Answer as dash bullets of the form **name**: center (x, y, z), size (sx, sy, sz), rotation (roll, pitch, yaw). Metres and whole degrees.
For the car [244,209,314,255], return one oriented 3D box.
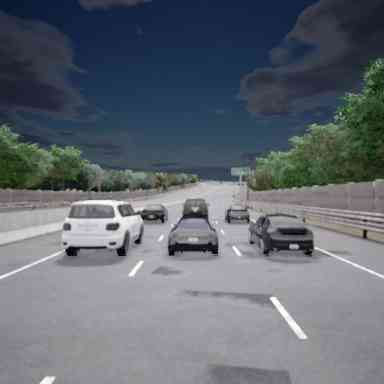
- **car**: center (3.574, 1.660, 13.949), size (1.837, 1.490, 4.892), rotation (0, 0, 1)

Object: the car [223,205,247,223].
- **car**: center (3.833, 1.846, 28.790), size (2.128, 1.511, 4.902), rotation (0, -1, 2)

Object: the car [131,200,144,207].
- **car**: center (-11.830, 2.518, 72.807), size (1.994, 1.385, 4.181), rotation (0, -1, 3)

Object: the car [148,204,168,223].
- **car**: center (-3.160, 1.832, 29.117), size (1.882, 1.535, 5.008), rotation (0, -1, 2)

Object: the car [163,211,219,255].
- **car**: center (0.073, 1.715, 13.993), size (1.994, 1.385, 4.181), rotation (0, -1, 1)

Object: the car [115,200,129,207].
- **car**: center (-15.323, 2.489, 73.039), size (1.812, 1.442, 4.674), rotation (0, -1, 3)

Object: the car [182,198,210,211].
- **car**: center (0.322, 1.565, 28.590), size (2.150, 2.045, 5.566), rotation (0, -1, 1)

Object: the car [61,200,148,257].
- **car**: center (-3.433, 1.363, 13.749), size (2.150, 2.045, 5.566), rotation (0, -1, 1)
